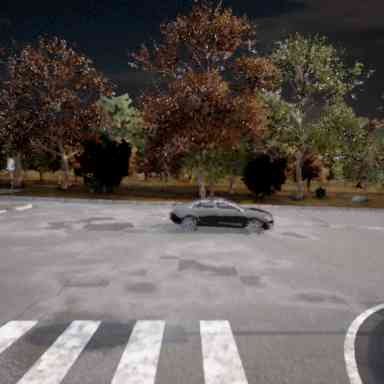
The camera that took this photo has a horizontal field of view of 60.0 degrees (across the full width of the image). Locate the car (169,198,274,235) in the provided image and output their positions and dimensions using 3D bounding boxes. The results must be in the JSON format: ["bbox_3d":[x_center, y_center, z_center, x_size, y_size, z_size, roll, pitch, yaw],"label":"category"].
[{"bbox_3d":[1.357,1.046,15.691,4.902,1.511,2.128,2,3,4],"label":"car"}]
